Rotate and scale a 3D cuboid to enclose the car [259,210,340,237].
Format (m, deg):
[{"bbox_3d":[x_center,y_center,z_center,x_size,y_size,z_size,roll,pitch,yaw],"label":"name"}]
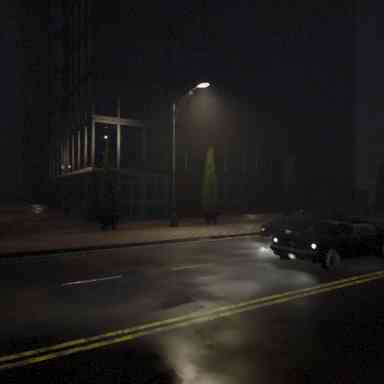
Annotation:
[{"bbox_3d":[5.718,1.547,15.700,5.357,1.411,2.033,0,0,-32],"label":"car"}]

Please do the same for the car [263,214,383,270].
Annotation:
[{"bbox_3d":[4.849,1.601,11.059,4.718,1.301,1.895,0,0,-32],"label":"car"}]
